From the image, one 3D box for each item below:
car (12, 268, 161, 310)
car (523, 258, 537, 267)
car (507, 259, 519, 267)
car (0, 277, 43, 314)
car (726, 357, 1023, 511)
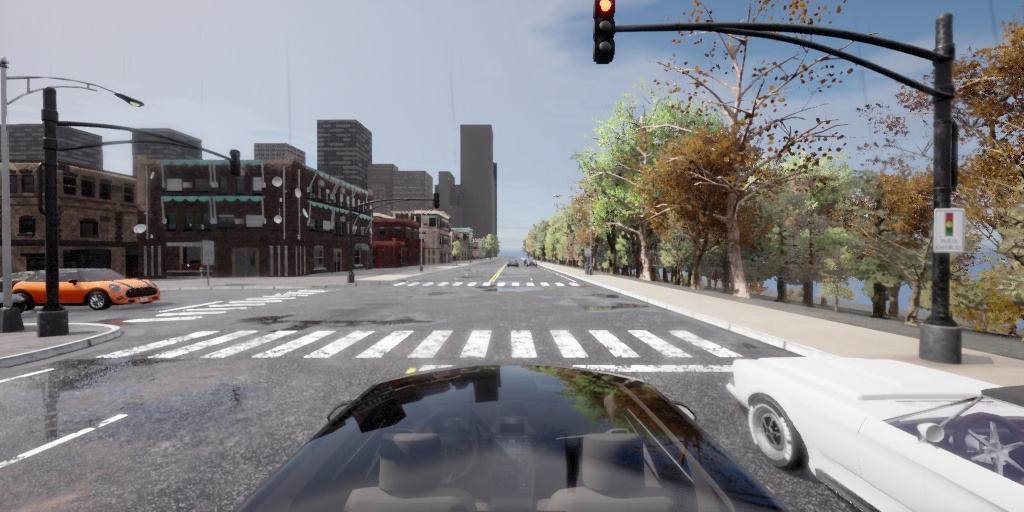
[{"bbox_3d":[-17.965,1.301,15.284,4.553,1.767,2.097,-1,1,-1],"label":"car"},{"bbox_3d":[3.422,1.327,63.685,1.895,1.301,4.718,0,0,0],"label":"car"},{"bbox_3d":[0.160,1.290,63.407,1.994,1.385,4.181,0,0,1],"label":"car"},{"bbox_3d":[-19.935,1.565,12.549,4.313,1.339,1.948,0,0,0],"label":"car"},{"bbox_3d":[3.350,1.351,1.900,1.895,1.301,4.718,0,0,0],"label":"car"}]
